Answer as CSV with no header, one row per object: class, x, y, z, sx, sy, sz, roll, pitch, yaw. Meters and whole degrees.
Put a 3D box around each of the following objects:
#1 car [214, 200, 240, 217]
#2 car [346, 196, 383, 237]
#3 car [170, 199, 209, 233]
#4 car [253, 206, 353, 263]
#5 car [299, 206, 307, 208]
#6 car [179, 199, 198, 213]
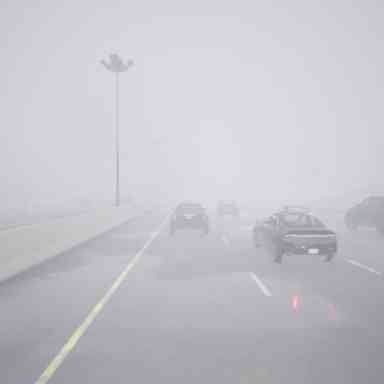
car,3.187,1.483,30.677,2.128,1.511,4.902,0,0,-1
car,10.367,1.198,17.831,2.150,2.045,5.566,0,0,-1
car,-0.160,1.351,19.620,2.097,1.767,4.553,0,0,-1
car,3.442,1.483,11.932,2.128,1.511,4.902,0,0,-1
car,6.801,1.585,22.613,1.895,1.301,4.718,0,0,-1
car,-0.425,1.546,38.541,2.033,1.411,5.357,0,0,-1
